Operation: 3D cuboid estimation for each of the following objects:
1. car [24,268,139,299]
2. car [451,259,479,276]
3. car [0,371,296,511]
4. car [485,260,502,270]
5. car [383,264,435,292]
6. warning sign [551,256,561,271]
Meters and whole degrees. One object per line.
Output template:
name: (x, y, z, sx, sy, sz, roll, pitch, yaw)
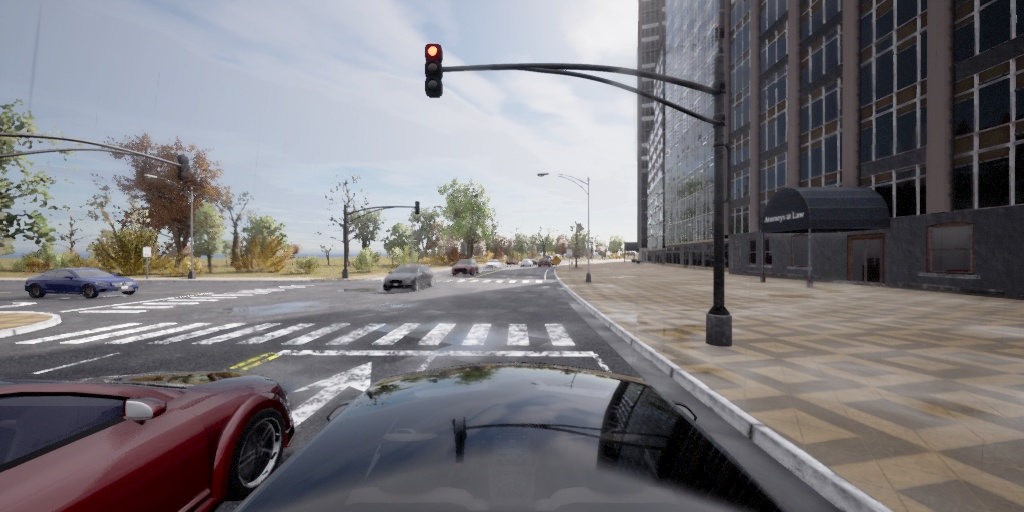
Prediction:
car: (-21.665, 1.323, 18.076, 4.674, 1.442, 1.812, 0, 0, 4)
car: (-4.771, 1.100, 37.101, 2.097, 1.767, 4.553, 0, 0, 6)
car: (-3.108, 1.314, 1.797, 1.994, 1.385, 4.181, 0, 0, 0)
car: (-2.791, 1.277, 53.579, 1.812, 1.442, 4.674, 0, 0, 8)
car: (-5.998, 1.252, 21.333, 1.837, 1.490, 4.892, 0, 0, 3)
warning sign: (5.419, 0.869, 43.943, 1.300, 1.860, 1.060, 0, 0, 7)
